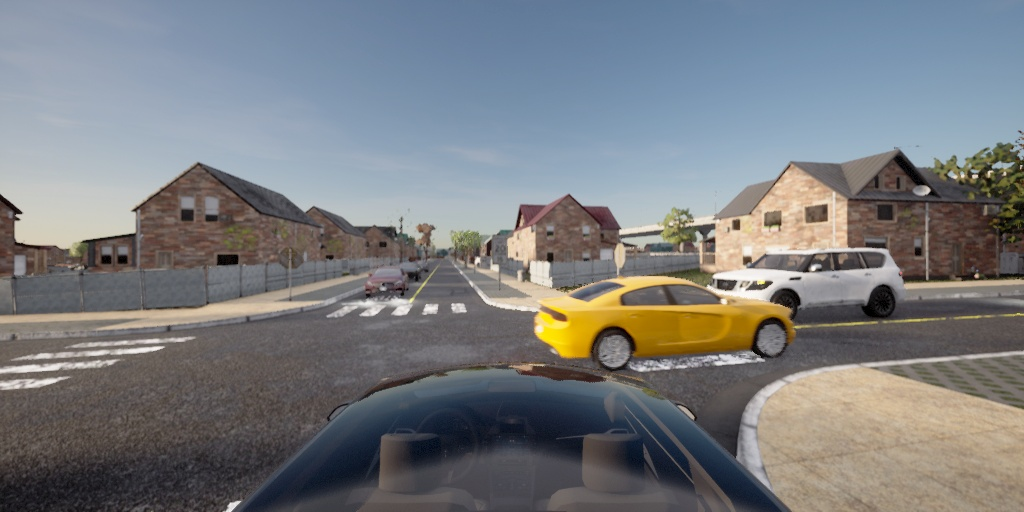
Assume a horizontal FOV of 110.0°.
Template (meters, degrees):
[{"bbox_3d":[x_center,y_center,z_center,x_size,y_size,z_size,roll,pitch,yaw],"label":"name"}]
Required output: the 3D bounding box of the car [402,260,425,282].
[{"bbox_3d":[-8.464,1.227,29.332,1.882,1.535,5.008,0,0,-10],"label":"car"}]

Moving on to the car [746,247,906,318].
[{"bbox_3d":[8.880,0.784,10.978,5.566,2.045,2.150,-1,0,-10],"label":"car"}]

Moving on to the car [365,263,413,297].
[{"bbox_3d":[-6.549,1.277,19.160,1.812,1.442,4.674,0,0,-12],"label":"car"}]

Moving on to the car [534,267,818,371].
[{"bbox_3d":[2.954,1.145,7.138,5.008,1.535,1.882,-1,0,-9],"label":"car"}]

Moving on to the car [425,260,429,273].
[{"bbox_3d":[-10.940,1.238,42.873,2.128,1.511,4.902,0,0,-10],"label":"car"}]
